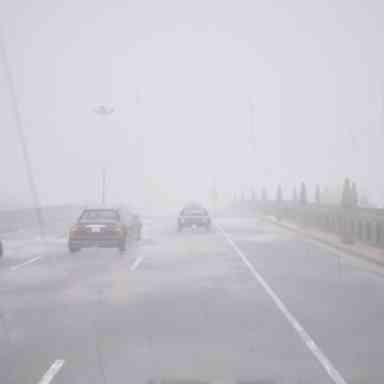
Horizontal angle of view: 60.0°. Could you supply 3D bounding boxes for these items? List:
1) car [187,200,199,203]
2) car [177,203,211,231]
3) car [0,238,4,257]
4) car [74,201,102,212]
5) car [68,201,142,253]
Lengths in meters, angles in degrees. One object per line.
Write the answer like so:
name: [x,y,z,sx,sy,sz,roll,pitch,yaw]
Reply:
car: [0.133,1.645,38.316,1.812,1.442,4.674,0,-2,0]
car: [0.118,1.593,20.556,1.895,1.301,4.718,0,0,0]
car: [-6.890,1.500,8.615,1.837,1.490,4.892,0,0,0]
car: [-13.974,1.985,45.076,2.033,1.411,5.357,0,-4,0]
car: [-3.387,1.346,13.833,2.097,1.767,4.553,0,0,0]
